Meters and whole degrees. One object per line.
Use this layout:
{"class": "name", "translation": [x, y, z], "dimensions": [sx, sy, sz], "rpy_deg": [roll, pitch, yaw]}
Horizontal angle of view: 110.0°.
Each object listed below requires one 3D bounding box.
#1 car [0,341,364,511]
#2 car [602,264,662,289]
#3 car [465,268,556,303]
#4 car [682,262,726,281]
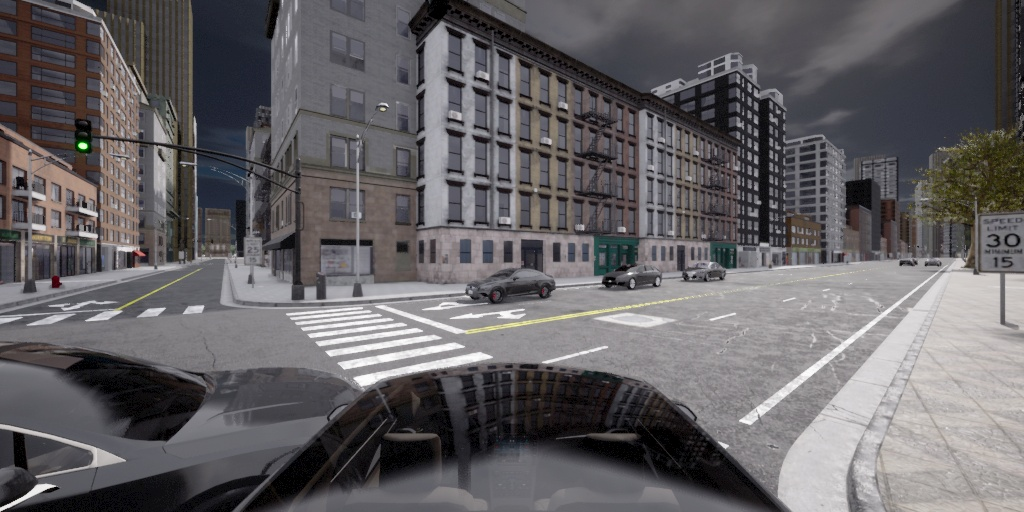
{"class": "car", "translation": [-3.214, 1.257, 1.843], "dimensions": [4.892, 1.490, 1.837], "rpy_deg": [0, 0, -34]}
{"class": "car", "translation": [7.764, 1.258, 22.986], "dimensions": [4.892, 1.490, 1.837], "rpy_deg": [0, 0, -39]}
{"class": "car", "translation": [0.042, 1.286, 16.799], "dimensions": [4.674, 1.442, 1.812], "rpy_deg": [0, 0, -39]}
{"class": "car", "translation": [15.805, 1.235, 29.417], "dimensions": [4.902, 1.511, 2.128], "rpy_deg": [0, 0, -39]}
